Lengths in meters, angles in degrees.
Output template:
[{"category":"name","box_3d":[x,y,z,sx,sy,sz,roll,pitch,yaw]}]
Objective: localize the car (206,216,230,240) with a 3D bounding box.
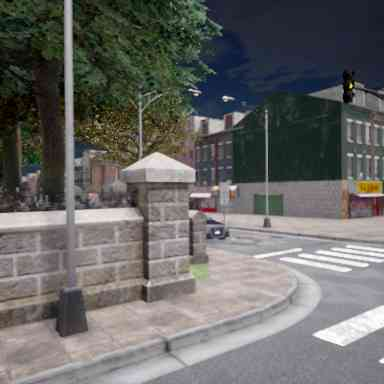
[{"category":"car","box_3d":[0.047,1.776,17.416,1.994,1.385,4.181,-1,0,-36]}]
